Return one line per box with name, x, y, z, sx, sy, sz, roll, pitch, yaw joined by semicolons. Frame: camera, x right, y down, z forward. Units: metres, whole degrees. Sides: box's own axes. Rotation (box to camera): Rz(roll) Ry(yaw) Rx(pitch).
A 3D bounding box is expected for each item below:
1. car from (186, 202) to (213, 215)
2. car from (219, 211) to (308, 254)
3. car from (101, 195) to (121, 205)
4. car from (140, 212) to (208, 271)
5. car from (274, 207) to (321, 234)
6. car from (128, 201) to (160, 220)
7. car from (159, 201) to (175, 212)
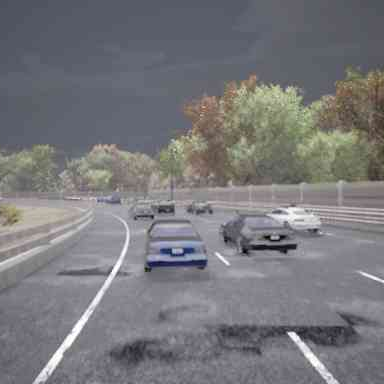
car;0.796;1.763;35.994;1.812;1.442;4.674;0;0;-19
car;2.519;1.632;13.920;2.033;1.411;5.357;0;0;-8
car;-16.932;1.757;70.870;2.150;2.045;5.566;0;0;-30
car;-0.680;1.626;11.285;2.033;1.411;5.357;0;0;-7
car;5.680;1.638;19.783;1.812;1.442;4.674;0;0;-17
car;-4.706;1.769;30.610;2.033;1.411;5.357;0;0;-18
car;-3.373;1.739;37.343;1.882;1.535;5.008;0;0;-20
